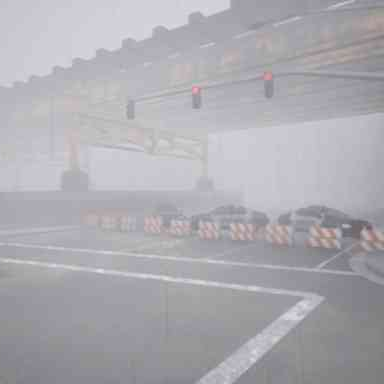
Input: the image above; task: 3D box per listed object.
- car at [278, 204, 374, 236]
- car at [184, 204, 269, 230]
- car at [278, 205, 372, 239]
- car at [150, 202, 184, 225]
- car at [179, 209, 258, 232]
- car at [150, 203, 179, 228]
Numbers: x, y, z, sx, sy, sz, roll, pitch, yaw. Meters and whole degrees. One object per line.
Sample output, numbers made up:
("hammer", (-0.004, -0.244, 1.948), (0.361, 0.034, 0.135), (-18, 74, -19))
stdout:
("car", (6.659, 1.316, 17.080), (1.853, 1.218, 4.536), (0, 0, -24))
("car", (1.972, 1.352, 19.632), (4.536, 1.218, 1.853), (0, 0, 1))
("car", (6.682, 1.474, 17.032), (2.038, 1.542, 4.974), (0, 0, -24))
("car", (-1.775, 1.384, 22.449), (1.853, 1.218, 4.536), (0, 0, -9))
("car", (1.921, 1.510, 19.632), (4.974, 1.542, 2.038), (0, 0, 1))
("car", (-1.765, 1.541, 22.397), (2.038, 1.542, 4.974), (0, 0, -9))
